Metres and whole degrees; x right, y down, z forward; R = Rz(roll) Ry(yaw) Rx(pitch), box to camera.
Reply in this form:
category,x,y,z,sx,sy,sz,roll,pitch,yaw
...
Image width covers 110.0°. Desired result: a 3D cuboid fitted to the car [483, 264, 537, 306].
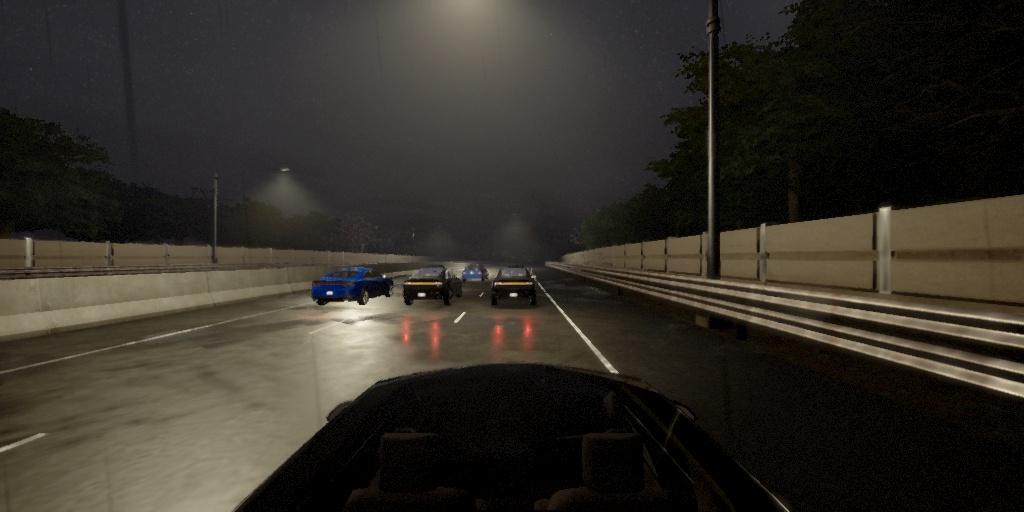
category,x,y,z,sx,sy,sz,roll,pitch,yaw
car,0.090,1.278,16.040,2.128,1.511,4.902,0,0,1

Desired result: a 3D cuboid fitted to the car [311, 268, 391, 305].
category,x,y,z,sx,sy,sz,roll,pitch,yaw
car,-6.910,1.269,16.127,1.882,1.535,5.008,0,0,1

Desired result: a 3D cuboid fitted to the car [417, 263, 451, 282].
category,x,y,z,sx,sy,sz,roll,pitch,yaw
car,-6.630,1.399,31.059,1.812,1.442,4.674,0,0,1

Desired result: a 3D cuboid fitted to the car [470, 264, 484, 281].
category,x,y,z,sx,sy,sz,roll,pitch,yaw
car,-3.131,1.428,30.971,2.033,1.411,5.357,0,0,1

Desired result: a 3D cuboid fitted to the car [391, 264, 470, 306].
category,x,y,z,sx,sy,sz,roll,pitch,yaw
car,-3.410,1.278,16.083,2.128,1.511,4.902,0,0,1
